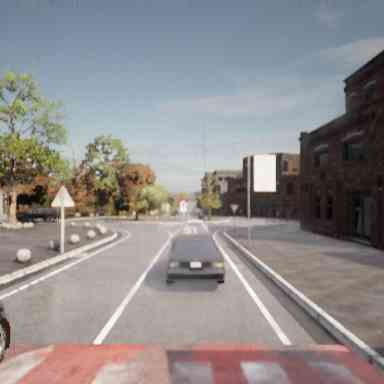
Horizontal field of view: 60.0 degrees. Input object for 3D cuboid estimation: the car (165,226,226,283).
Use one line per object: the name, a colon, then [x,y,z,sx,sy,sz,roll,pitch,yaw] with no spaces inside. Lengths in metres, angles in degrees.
car: [0.099,2.150,11.608,2.033,1.411,5.357,0,-3,0]

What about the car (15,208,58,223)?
car: [-21.477,3.190,46.063,5.566,2.045,2.150,4,-2,-39]

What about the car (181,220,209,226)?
car: [0.222,2.650,23.217,1.812,1.442,4.674,0,-3,2]

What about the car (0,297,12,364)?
car: [-3.346,1.521,2.648,1.994,1.385,4.181,0,-3,0]
